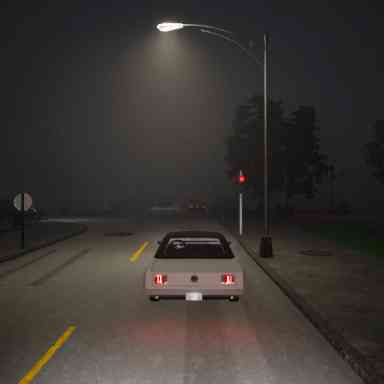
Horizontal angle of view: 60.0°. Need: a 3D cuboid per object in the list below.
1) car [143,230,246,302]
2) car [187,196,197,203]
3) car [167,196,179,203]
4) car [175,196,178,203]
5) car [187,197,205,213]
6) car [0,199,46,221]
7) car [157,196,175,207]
[{"bbox_3d":[0.060,1.601,8.233,1.895,1.301,4.718,0,0,0],"label":"car"},{"bbox_3d":[0.033,1.601,69.423,1.895,1.301,4.718,0,0,0],"label":"car"},{"bbox_3d":[-3.967,1.540,70.143,2.033,1.411,5.357,0,0,0],"label":"car"},{"bbox_3d":[-4.044,1.547,59.802,2.033,1.411,5.357,0,0,0],"label":"car"},{"bbox_3d":[0.454,1.547,36.496,2.033,1.411,5.357,0,0,-2],"label":"car"},{"bbox_3d":[-14.060,1.352,26.367,4.553,1.767,2.097,0,0,0],"label":"car"},{"bbox_3d":[-4.072,1.505,50.104,1.837,1.490,4.892,0,0,0],"label":"car"}]
